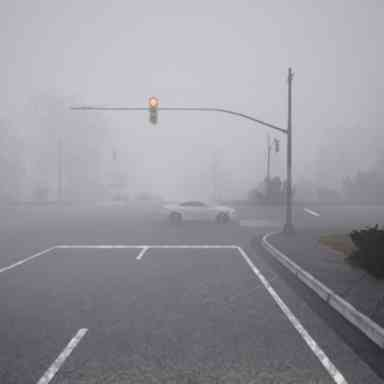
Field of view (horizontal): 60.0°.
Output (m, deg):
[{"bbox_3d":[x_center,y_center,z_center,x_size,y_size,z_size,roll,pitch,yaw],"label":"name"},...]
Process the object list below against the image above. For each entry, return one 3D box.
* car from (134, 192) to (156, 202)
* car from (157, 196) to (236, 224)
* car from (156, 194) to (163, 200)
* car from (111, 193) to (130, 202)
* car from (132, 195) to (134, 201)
[{"bbox_3d":[-7.014,0.661,49.868,1.882,1.535,5.008,0,0,0],"label":"car"},{"bbox_3d":[0.404,1.174,20.790,4.674,1.442,1.812,0,1,6],"label":"car"},{"bbox_3d":[-6.895,1.046,67.701,1.882,1.535,5.008,0,-1,0],"label":"car"},{"bbox_3d":[-10.518,0.776,48.859,1.895,1.301,4.718,0,0,0],"label":"car"},{"bbox_3d":[-10.431,1.001,64.917,1.837,1.490,4.892,0,-1,1],"label":"car"}]
